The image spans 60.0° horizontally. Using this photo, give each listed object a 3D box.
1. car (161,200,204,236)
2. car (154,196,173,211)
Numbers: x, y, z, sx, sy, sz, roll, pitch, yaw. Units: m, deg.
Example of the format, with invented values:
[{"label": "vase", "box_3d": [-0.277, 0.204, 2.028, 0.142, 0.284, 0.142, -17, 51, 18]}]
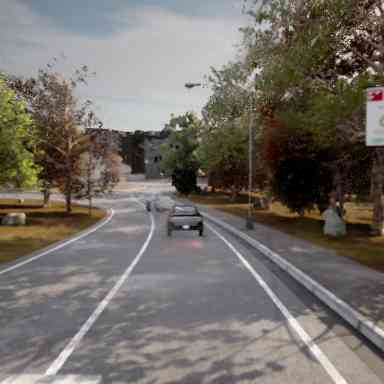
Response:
[{"label": "car", "box_3d": [-0.469, 1.452, 18.363, 2.128, 1.511, 4.902, 0, 0, -4]}, {"label": "car", "box_3d": [-2.973, 1.175, 35.635, 1.812, 1.442, 4.674, -1, 2, -12]}]
